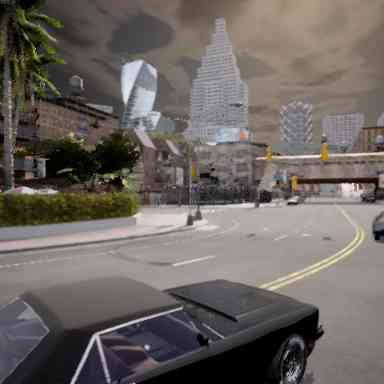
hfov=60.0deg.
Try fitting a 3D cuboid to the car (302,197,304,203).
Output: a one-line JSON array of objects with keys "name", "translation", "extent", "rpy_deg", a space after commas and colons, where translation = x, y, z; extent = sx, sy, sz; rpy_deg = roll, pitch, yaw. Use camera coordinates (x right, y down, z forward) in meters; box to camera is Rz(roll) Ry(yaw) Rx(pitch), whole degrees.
[{"name": "car", "translation": [22.399, 1.785, 72.015], "extent": [2.185, 1.767, 4.553], "rpy_deg": [0, 0, 22]}]

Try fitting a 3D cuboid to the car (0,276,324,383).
[{"name": "car", "translation": [-0.621, 1.627, 3.502], "extent": [4.718, 1.301, 1.895], "rpy_deg": [0, 0, -39]}]

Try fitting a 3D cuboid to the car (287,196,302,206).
[{"name": "car", "translation": [20.106, 1.876, 66.010], "extent": [2.097, 1.535, 5.008], "rpy_deg": [0, 0, 22]}]

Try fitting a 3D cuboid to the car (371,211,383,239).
[{"name": "car", "translation": [10.619, 1.661, 17.509], "extent": [1.994, 1.385, 4.181], "rpy_deg": [0, 0, 27]}]
